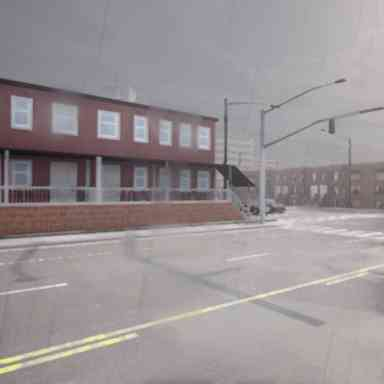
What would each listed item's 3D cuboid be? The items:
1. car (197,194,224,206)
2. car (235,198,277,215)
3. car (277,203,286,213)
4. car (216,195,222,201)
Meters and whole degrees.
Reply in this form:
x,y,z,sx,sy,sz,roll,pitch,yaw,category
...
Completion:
x,y,z,sx,sy,sz,roll,pitch,yaw,category
3.597,1.522,64.521,2.150,2.045,5.566,1,0,-36,car
6.413,1.685,36.442,2.128,1.511,4.902,1,0,-36,car
8.774,1.571,39.158,2.097,1.767,4.553,1,0,-36,car
1.496,1.443,49.293,2.150,2.045,5.566,1,0,-36,car
